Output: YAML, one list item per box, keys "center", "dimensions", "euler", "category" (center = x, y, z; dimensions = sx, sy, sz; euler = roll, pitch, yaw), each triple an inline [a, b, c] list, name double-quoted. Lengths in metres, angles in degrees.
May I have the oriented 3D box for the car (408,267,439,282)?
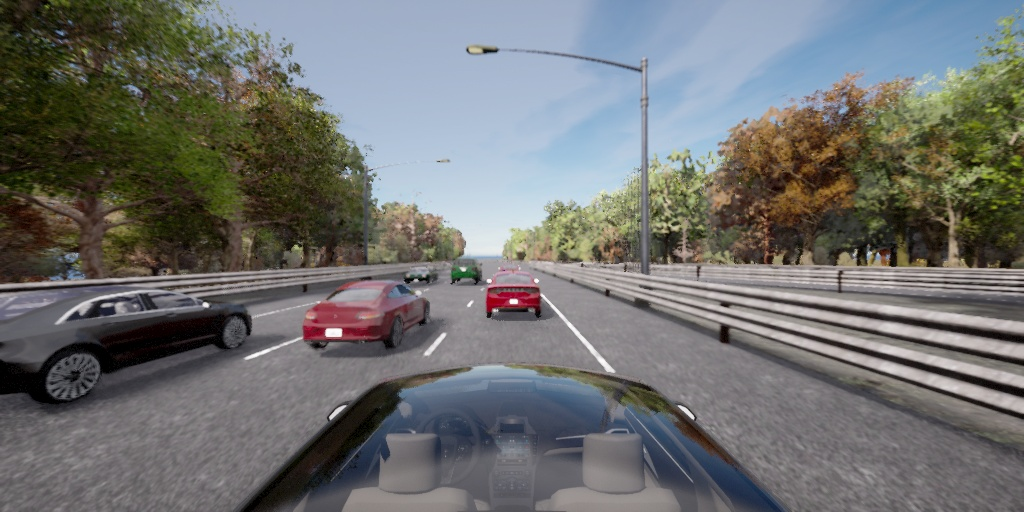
- center: [-7.161, 1.542, 28.913]
  dimensions: [1.895, 1.301, 4.718]
  euler: [0, 0, -1]
  category: "car"

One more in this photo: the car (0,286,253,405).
- center: [-6.923, 1.274, 6.331]
  dimensions: [2.128, 1.511, 4.902]
  euler: [0, 0, 0]
  category: "car"

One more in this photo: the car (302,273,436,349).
- center: [-3.432, 1.325, 9.190]
  dimensions: [1.812, 1.442, 4.674]
  euler: [0, 0, 0]
  category: "car"

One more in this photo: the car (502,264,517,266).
- center: [-0.221, 1.437, 31.944]
  dimensions: [1.882, 1.535, 5.008]
  euler: [0, 0, -1]
  category: "car"

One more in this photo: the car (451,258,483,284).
- center: [-3.671, 1.165, 29.493]
  dimensions: [2.150, 2.045, 5.566]
  euler: [0, 0, -1]
  category: "car"

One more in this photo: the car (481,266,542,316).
- center: [0.038, 1.306, 13.732]
  dimensions: [1.882, 1.535, 5.008]
  euler: [0, 0, 0]
  category: "car"
